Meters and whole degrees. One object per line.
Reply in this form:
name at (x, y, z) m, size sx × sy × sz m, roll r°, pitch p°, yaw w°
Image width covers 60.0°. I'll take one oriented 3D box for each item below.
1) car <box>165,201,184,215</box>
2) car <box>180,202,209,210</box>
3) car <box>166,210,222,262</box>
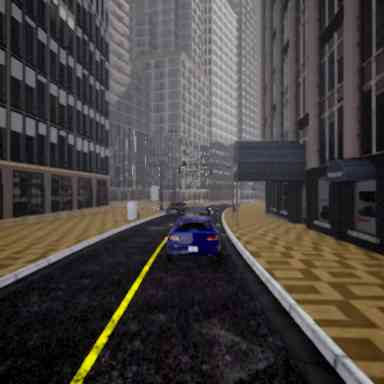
car at (-1.503, 1.744, 34.458) m, size 1.837 × 1.490 × 4.892 m, roll 0°, pitch -1°, yaw 6°
car at (0.542, 1.716, 25.313) m, size 2.033 × 1.411 × 5.357 m, roll 0°, pitch 0°, yaw 4°
car at (0.094, 1.601, 12.360) m, size 1.812 × 1.442 × 4.674 m, roll 0°, pitch -1°, yaw 1°
